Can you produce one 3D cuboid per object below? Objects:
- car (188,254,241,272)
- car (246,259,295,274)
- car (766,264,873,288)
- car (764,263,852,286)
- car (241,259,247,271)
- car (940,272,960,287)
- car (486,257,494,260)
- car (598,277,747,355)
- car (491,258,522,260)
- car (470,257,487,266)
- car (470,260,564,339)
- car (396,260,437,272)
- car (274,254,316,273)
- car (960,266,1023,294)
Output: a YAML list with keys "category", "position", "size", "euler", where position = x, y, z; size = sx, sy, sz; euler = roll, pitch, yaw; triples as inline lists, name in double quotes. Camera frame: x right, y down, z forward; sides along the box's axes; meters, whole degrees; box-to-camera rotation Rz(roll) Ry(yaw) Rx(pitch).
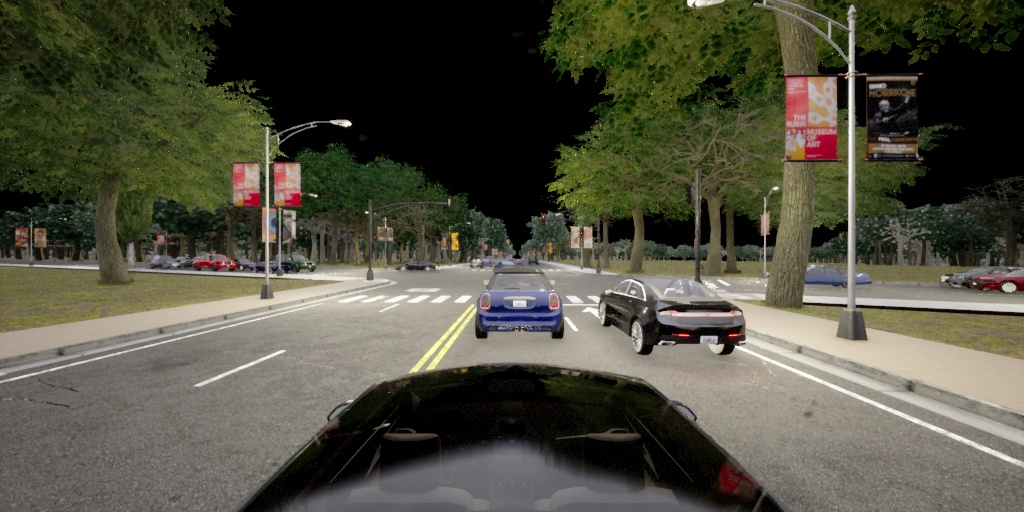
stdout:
- category: "car"
  position: [-35.576, 0.796, 42.887]
  size: [5.566, 2.045, 2.150]
  euler: [0, 0, 24]
- category: "car"
  position: [-25.987, 1.227, 38.584]
  size: [4.718, 1.301, 1.895]
  euler: [0, 0, 27]
- category: "car"
  position: [21.170, 1.430, 24.836]
  size: [5.357, 1.411, 2.033]
  euler: [0, 0, 21]
- category: "car"
  position: [22.638, 1.375, 27.705]
  size: [4.902, 1.511, 2.128]
  euler: [0, 0, 26]
- category: "car"
  position: [-34.647, 1.077, 46.040]
  size: [4.892, 1.490, 1.837]
  euler: [0, 0, 24]
- category: "car"
  position: [31.848, 1.432, 23.594]
  size: [4.902, 1.511, 2.128]
  euler: [0, 0, 24]
- category: "car"
  position: [-2.339, 1.251, 55.285]
  size: [2.128, 1.511, 4.902]
  euler: [0, 0, 1]
- category: "car"
  position: [3.438, 1.242, 8.658]
  size: [2.128, 1.511, 4.902]
  euler: [0, 0, 0]
- category: "car"
  position: [-0.643, 1.265, 39.835]
  size: [1.812, 1.442, 4.674]
  euler: [0, 0, -18]
- category: "car"
  position: [-5.566, 1.252, 57.027]
  size: [2.128, 1.511, 4.902]
  euler: [0, 0, 1]
- category: "car"
  position: [0.204, 1.102, 10.249]
  size: [2.097, 1.767, 4.553]
  euler: [0, 0, 1]
- category: "car"
  position: [-11.875, 1.211, 44.519]
  size: [4.892, 1.490, 1.837]
  euler: [1, 4, -16]
- category: "car"
  position: [-25.490, 0.843, 41.940]
  size: [5.566, 2.045, 2.150]
  euler: [0, 0, 24]
- category: "car"
  position: [30.326, 1.417, 20.716]
  size: [5.008, 1.535, 1.882]
  euler: [0, 0, 24]
